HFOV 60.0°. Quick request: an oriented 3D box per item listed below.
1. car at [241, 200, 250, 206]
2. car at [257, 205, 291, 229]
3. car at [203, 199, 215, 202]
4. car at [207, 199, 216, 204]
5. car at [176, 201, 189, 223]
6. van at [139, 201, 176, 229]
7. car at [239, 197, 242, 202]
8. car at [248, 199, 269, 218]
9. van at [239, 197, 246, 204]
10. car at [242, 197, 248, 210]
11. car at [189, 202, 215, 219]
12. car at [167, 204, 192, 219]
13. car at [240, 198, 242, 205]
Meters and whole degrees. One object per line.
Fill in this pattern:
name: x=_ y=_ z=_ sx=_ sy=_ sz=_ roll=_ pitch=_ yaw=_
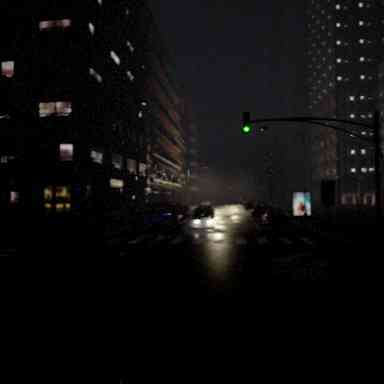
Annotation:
car: x=11.638 y=2.323 z=72.413 sx=1.802 sy=1.307 sz=4.206 roll=0 pitch=-1 yaw=7
car: x=5.768 y=1.783 z=23.015 sx=1.802 sy=1.307 sz=4.206 roll=0 pitch=-1 yaw=7
car: x=3.316 y=2.306 z=73.403 sx=1.967 sy=1.590 sz=4.097 roll=0 pitch=-1 yaw=7
car: x=5.274 y=2.620 z=89.868 sx=1.947 sy=1.339 sz=4.313 roll=0 pitch=-1 yaw=7
car: x=-1.903 y=1.699 z=29.495 sx=2.192 sy=1.841 sz=5.009 roll=0 pitch=-1 yaw=7
van: x=-2.555 y=1.667 z=24.006 sx=1.690 sy=1.788 sz=3.998 roll=0 pitch=-1 yaw=7
car: x=10.986 y=2.224 z=66.925 sx=1.887 sy=1.381 sz=4.507 roll=0 pitch=-1 yaw=7
car: x=7.072 y=1.758 z=33.995 sx=1.967 sy=1.590 sz=4.097 roll=0 pitch=-1 yaw=7
van: x=14.246 y=2.334 z=94.371 sx=1.690 sy=1.788 sz=3.998 roll=0 pitch=-1 yaw=7
car: x=9.028 y=1.936 z=50.460 sx=1.967 sy=1.590 sz=4.097 roll=0 pitch=-1 yaw=7
car: x=1.202 y=1.950 z=32.864 sx=1.994 sy=1.385 sz=4.181 roll=-1 pitch=-1 yaw=7
car: x=-1.249 y=1.987 z=34.982 sx=1.887 sy=1.381 sz=4.507 roll=0 pitch=-1 yaw=7
car: x=10.334 y=2.168 z=61.436 sx=2.008 sy=1.369 sz=4.403 roll=0 pitch=-1 yaw=7
